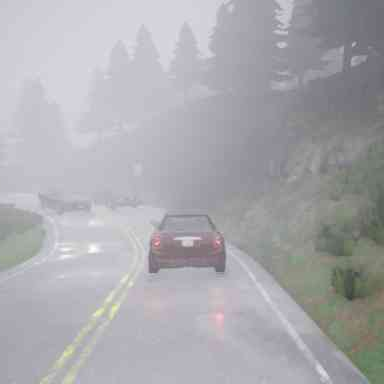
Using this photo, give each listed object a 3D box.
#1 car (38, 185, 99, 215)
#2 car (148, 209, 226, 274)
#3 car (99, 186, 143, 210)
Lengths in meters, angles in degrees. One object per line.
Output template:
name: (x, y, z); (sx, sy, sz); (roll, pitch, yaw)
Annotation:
car: (-7.898, 0.400, 20.512); (1.882, 1.535, 5.008); (-4, 6, -41)
car: (-0.255, 1.323, 10.696); (2.097, 1.767, 4.553); (-1, 0, -4)
car: (-5.264, 0.288, 22.516); (2.033, 1.411, 5.357); (-4, 6, -37)
